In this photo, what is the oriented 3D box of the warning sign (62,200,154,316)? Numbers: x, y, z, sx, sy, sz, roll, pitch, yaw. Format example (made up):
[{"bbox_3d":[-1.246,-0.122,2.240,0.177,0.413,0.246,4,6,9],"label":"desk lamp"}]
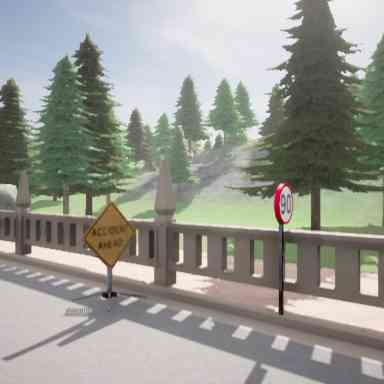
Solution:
[{"bbox_3d":[-1.549,1.099,6.264,1.060,1.860,1.300,0,0,35],"label":"warning sign"}]
